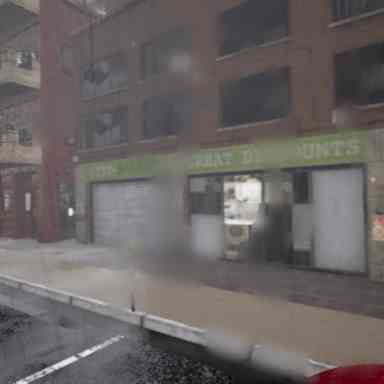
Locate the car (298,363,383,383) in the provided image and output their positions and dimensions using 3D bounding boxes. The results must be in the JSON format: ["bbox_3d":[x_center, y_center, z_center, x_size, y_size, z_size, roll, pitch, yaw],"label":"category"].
[{"bbox_3d":[2.456,1.529,1.137,4.507,1.381,1.887,-1,-1,36],"label":"car"}]
